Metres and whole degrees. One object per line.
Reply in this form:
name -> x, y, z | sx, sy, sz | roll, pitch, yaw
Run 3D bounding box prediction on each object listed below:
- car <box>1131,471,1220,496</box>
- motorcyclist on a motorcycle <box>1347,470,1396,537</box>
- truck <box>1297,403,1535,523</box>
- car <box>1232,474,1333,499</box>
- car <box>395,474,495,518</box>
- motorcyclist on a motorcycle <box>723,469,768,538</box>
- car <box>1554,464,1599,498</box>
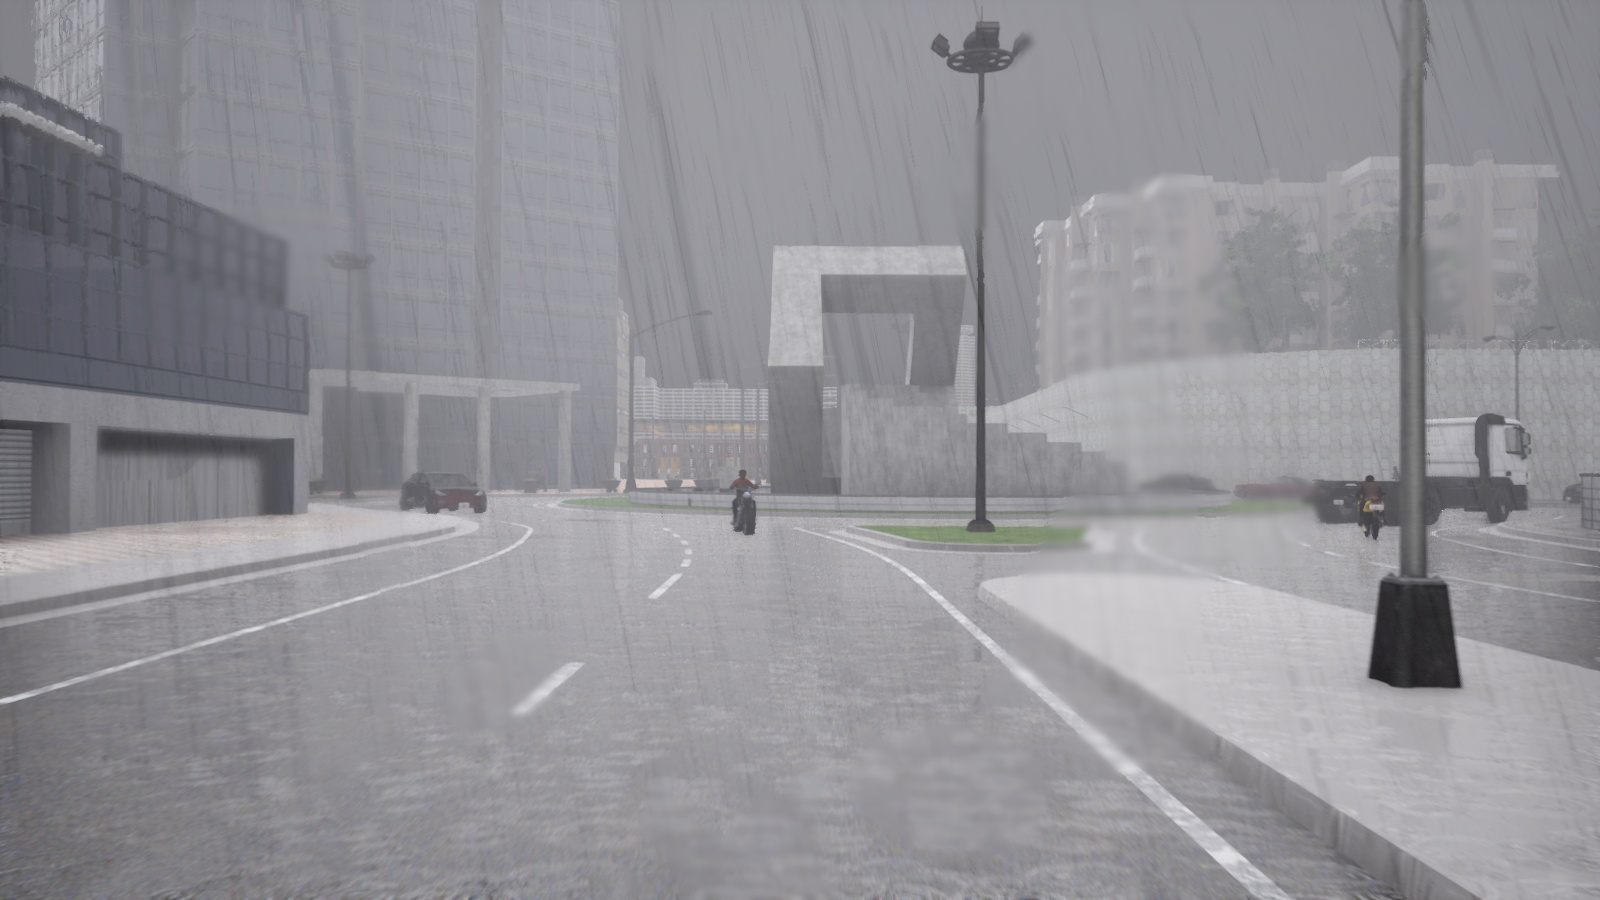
car -> 22.467, 1.989, 75.233 | 1.837, 1.490, 4.892 | 1, -1, -41
motorcyclist on a motorcycle -> 13.602, 1.244, 29.952 | 0.797, 1.523, 2.044 | 0, -1, 17
truck -> 19.507, 0.418, 39.603 | 7.936, 3.462, 2.891 | 0, -1, -31
car -> 25.641, 1.930, 66.746 | 4.718, 1.301, 1.895 | -1, -1, 33
car -> -12.945, 1.629, 45.589 | 2.163, 1.488, 4.792 | 0, -1, -33
motorcyclist on a motorcycle -> -1.363, 1.290, 31.037 | 0.766, 1.649, 2.350 | 0, -1, -11
car -> 41.059, 1.556, 63.393 | 4.611, 1.667, 2.242 | 0, -1, 2
